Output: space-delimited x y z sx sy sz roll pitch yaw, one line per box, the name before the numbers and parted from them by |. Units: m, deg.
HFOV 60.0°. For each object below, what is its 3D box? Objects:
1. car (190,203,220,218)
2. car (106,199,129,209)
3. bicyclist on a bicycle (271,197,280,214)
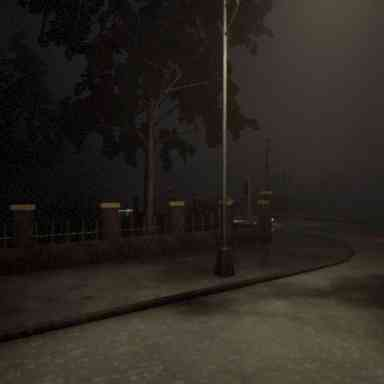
car | 1.521 1.568 27.354 1.994 1.385 4.181 0 0 -36
car | -9.774 1.570 43.316 1.994 1.385 4.181 0 0 -36
bicyclist on a bicycle | 8.092 1.356 32.597 1.656 1.620 0.582 0 0 -36
